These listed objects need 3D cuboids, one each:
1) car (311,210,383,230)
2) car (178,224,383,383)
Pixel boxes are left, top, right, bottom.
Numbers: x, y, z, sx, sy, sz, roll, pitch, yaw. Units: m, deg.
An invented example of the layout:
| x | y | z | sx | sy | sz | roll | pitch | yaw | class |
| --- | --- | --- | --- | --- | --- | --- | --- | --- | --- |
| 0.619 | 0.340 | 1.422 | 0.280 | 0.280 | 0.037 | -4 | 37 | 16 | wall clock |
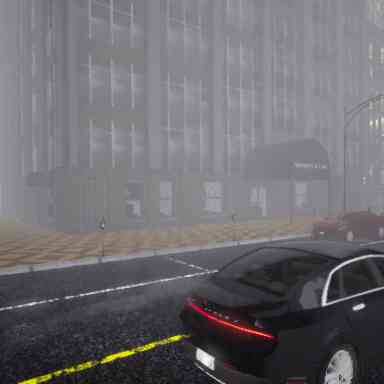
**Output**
| x | y | z | sx | sy | sz | roll | pitch | yaw | class |
| --- | --- | --- | --- | --- | --- | --- | --- | --- | --- |
| 7.474 | 1.542 | 15.764 | 4.507 | 1.381 | 1.887 | 0 | -1 | -35 | car |
| 2.111 | 1.505 | 4.940 | 4.892 | 1.490 | 1.837 | 0 | 0 | -35 | car |
